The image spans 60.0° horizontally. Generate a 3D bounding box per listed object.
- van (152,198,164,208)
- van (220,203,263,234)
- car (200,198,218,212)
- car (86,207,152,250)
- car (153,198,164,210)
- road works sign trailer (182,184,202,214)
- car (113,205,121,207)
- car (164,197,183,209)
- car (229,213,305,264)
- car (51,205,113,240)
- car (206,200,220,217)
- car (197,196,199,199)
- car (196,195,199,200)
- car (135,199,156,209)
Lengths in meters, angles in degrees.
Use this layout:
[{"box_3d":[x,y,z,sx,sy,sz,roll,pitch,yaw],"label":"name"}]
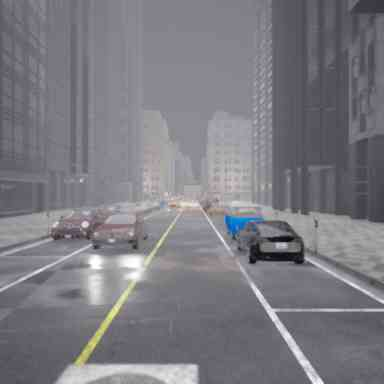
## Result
[{"box_3d":[-5.826,1.856,57.160,1.690,1.788,3.998,0,-1,0],"label":"van"},{"box_3d":[2.676,1.481,17.662,1.690,1.788,3.998,0,-1,0],"label":"van"},{"box_3d":[2.693,1.724,45.853,2.192,1.841,5.009,0,-1,0],"label":"car"},{"box_3d":[-3.093,1.645,15.162,1.812,1.442,4.674,0,0,0],"label":"car"},{"box_3d":[-5.830,1.986,51.346,1.752,1.417,4.829,0,-1,0],"label":"car"},{"box_3d":[0.024,0.818,40.329,2.380,3.560,2.880,0,-1,0],"label":"road works sign trailer"},{"box_3d":[-5.845,1.630,23.319,1.967,1.590,4.097,0,0,0],"label":"car"},{"box_3d":[-3.032,1.977,55.506,1.882,1.535,5.008,0,-1,0],"label":"car"},{"box_3d":[2.674,1.659,12.021,1.947,1.339,4.313,0,0,0],"label":"car"},{"box_3d":[-5.849,1.581,17.681,1.967,1.590,4.097,0,0,0],"label":"car"},{"box_3d":[2.687,1.825,34.784,1.752,1.417,4.829,0,-1,1],"label":"car"},{"box_3d":[2.714,2.141,79.688,1.967,1.590,4.097,0,0,0],"label":"car"},{"box_3d":[2.721,2.332,90.966,1.887,1.381,4.507,0,0,0],"label":"car"},{"box_3d":[-5.843,1.876,40.034,1.752,1.417,4.829,0,-1,1],"label":"car"}]
